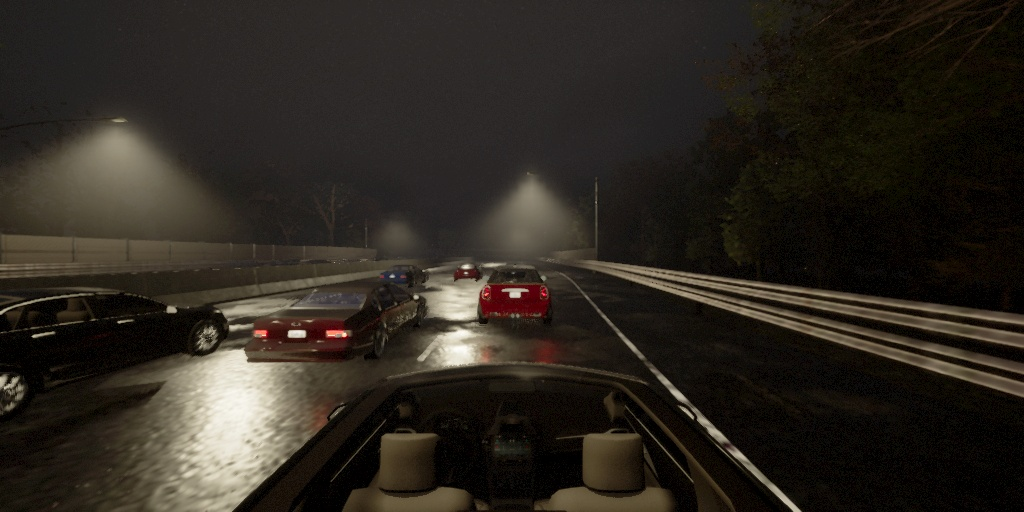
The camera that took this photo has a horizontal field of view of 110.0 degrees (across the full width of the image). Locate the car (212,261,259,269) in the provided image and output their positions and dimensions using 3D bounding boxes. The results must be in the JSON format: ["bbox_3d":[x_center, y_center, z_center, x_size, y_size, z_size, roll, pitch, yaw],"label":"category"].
[{"bbox_3d":[-28.004,1.195,36.941,2.033,1.411,5.357,0,0,-1],"label":"car"}]

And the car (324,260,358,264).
[{"bbox_3d":[-17.578,1.192,38.623,2.033,1.411,5.357,0,0,0],"label":"car"}]

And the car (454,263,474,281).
[{"bbox_3d":[-3.397,1.234,28.588,1.994,1.385,4.181,0,0,0],"label":"car"}]

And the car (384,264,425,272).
[{"bbox_3d":[-6.906,1.232,23.223,2.033,1.411,5.357,0,0,0],"label":"car"}]

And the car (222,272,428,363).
[{"bbox_3d":[-3.412,1.277,8.211,2.033,1.411,5.357,0,0,0],"label":"car"}]

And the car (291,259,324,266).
[{"bbox_3d":[-21.074,1.122,38.669,1.882,1.535,5.008,0,0,0],"label":"car"}]

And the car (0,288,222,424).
[{"bbox_3d":[-6.926,1.243,5.595,1.837,1.490,4.892,0,0,0],"label":"car"}]

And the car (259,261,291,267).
[{"bbox_3d":[-24.572,1.208,38.752,1.994,1.385,4.181,0,0,0],"label":"car"}]

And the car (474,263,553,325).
[{"bbox_3d":[0.094,1.069,11.843,2.097,1.767,4.553,0,0,0],"label":"car"}]
